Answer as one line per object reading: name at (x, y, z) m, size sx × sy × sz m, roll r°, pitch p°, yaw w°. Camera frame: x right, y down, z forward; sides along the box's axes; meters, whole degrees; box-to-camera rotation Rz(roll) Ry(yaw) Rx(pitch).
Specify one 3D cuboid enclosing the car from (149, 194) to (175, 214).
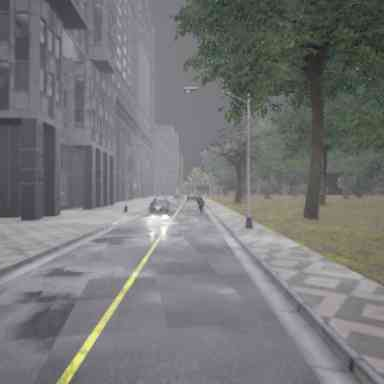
car at (-3.109, 1.284, 32.754) m, size 2.128 × 1.511 × 4.902 m, roll 0°, pitch 0°, yaw 0°

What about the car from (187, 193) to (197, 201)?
car at (0.013, 0.958, 69.584) m, size 2.097 × 1.767 × 4.553 m, roll 0°, pitch 0°, yaw 1°

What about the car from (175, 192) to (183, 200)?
car at (-3.034, 0.811, 74.184) m, size 2.097 × 1.767 × 4.553 m, roll 0°, pitch 0°, yaw 0°

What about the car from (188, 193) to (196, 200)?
car at (-0.036, 1.086, 80.194) m, size 1.812 × 1.442 × 4.674 m, roll 0°, pitch 0°, yaw 0°

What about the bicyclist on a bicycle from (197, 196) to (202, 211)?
bicyclist on a bicycle at (0.807, 1.224, 36.462) m, size 0.582 × 1.620 × 1.656 m, roll 0°, pitch 0°, yaw 0°

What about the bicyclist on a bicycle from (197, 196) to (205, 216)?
bicyclist on a bicycle at (0.811, 1.276, 27.464) m, size 0.582 × 1.620 × 1.656 m, roll 0°, pitch 0°, yaw 0°
